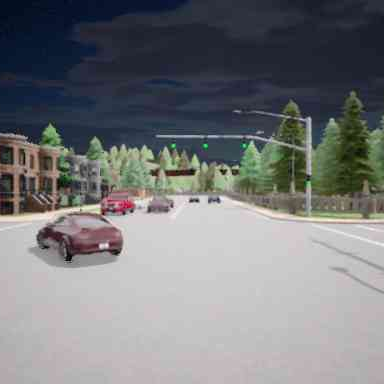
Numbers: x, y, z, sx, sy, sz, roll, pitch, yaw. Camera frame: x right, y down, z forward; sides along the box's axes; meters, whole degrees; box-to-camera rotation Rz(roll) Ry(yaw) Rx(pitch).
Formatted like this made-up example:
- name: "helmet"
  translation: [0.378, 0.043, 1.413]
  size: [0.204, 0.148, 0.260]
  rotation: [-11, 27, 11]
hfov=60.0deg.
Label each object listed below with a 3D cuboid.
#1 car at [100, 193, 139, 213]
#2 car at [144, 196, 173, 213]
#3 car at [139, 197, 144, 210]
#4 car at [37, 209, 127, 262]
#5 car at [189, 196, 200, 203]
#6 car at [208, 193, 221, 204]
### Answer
- name: "car"
  translation: [-6.896, 1.085, 31.450]
  size: [2.150, 2.045, 5.566]
  rotation: [0, 0, 2]
- name: "car"
  translation: [-3.404, 1.197, 34.701]
  size: [2.097, 1.767, 4.553]
  rotation: [0, 0, 0]
- name: "car"
  translation: [-6.862, 1.347, 40.850]
  size: [1.812, 1.442, 4.674]
  rotation: [0, 0, 1]
- name: "car"
  translation: [-4.098, 1.475, 11.992]
  size: [1.812, 1.442, 4.674]
  rotation: [0, 0, -38]
- name: "car"
  translation: [0.428, 1.320, 61.059]
  size: [1.895, 1.301, 4.718]
  rotation: [0, 0, 0]
- name: "car"
  translation: [3.822, 1.082, 57.812]
  size: [2.097, 1.767, 4.553]
  rotation: [0, 0, 0]
